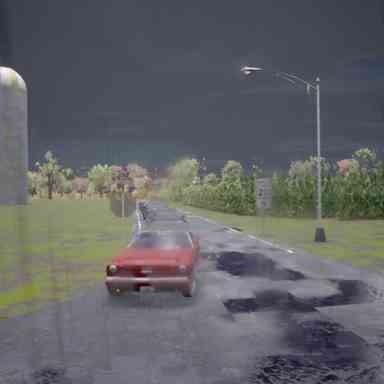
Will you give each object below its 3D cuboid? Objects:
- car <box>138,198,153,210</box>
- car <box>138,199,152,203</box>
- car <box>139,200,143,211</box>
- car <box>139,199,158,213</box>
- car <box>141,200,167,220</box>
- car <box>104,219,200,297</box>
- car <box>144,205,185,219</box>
[{"bbox_3d":[-6.733,1.695,48.170,1.882,1.535,5.008,-1,0,-11],"label":"car"},{"bbox_3d":[-4.454,1.710,35.732,2.033,1.411,5.357,-1,0,-10],"label":"car"},{"bbox_3d":[-3.417,1.701,29.866,1.994,1.385,4.181,-1,0,-10],"label":"car"},{"bbox_3d":[-5.608,1.682,42.084,2.128,1.511,4.902,-1,0,-10],"label":"car"},{"bbox_3d":[-2.305,1.601,23.444,2.128,1.511,4.902,-1,0,-10],"label":"car"},{"bbox_3d":[-0.782,1.661,8.939,1.895,1.301,4.718,-1,0,3],"label":"car"},{"bbox_3d":[-1.353,1.649,17.798,1.994,1.385,4.181,-1,0,-10],"label":"car"}]
